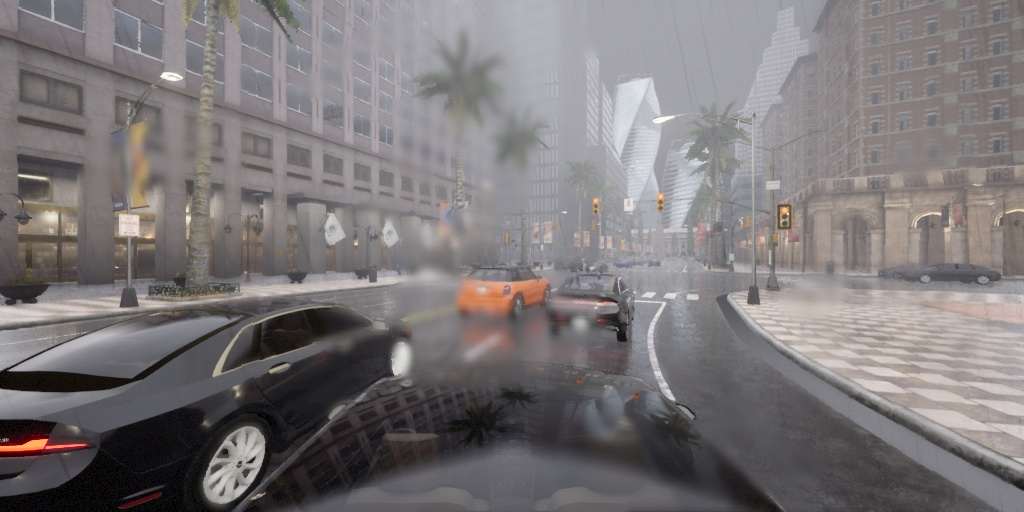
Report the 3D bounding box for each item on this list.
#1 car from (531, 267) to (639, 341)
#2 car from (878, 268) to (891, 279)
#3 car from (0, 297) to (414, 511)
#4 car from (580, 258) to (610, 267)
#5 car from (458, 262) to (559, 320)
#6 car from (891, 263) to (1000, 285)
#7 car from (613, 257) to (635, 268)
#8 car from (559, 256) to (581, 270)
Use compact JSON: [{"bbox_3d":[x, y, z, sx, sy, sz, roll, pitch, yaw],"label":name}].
[{"bbox_3d":[2.374,1.242,9.999,2.128,1.511,4.902,0,0,22],"label":"car"},{"bbox_3d":[33.036,1.314,29.406,4.181,1.385,1.994,0,0,27],"label":"car"},{"bbox_3d":[-2.841,1.255,4.329,1.837,1.490,4.892,0,0,8],"label":"car"},{"bbox_3d":[9.927,1.241,41.777,2.128,1.511,4.902,0,0,27],"label":"car"},{"bbox_3d":[-0.051,1.102,13.028,2.097,1.767,4.553,0,0,23],"label":"car"},{"bbox_3d":[31.661,1.255,26.183,4.892,1.490,1.837,0,0,25],"label":"car"},{"bbox_3d":[18.013,1.228,57.818,1.882,1.535,5.008,0,0,27],"label":"car"},{"bbox_3d":[7.145,0.971,44.037,2.150,2.045,5.566,0,0,27],"label":"car"}]
